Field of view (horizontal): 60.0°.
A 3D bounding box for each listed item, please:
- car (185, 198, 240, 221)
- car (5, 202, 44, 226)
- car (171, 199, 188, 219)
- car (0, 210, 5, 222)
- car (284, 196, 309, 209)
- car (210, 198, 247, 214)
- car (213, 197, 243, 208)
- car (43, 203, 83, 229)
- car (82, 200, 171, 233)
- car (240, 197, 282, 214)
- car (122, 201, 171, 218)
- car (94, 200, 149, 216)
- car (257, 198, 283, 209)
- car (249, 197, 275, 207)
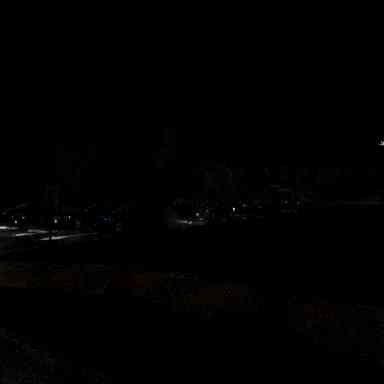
[{"bbox_3d":[1.825,1.505,27.735,1.837,1.490,4.892,0,0,36],"label":"car"},{"bbox_3d":[-9.820,1.548,23.632,2.033,1.411,5.357,0,0,36],"label":"car"},{"bbox_3d":[-1.268,1.601,29.430,1.895,1.301,4.718,0,0,36],"label":"car"},{"bbox_3d":[-12.621,1.526,25.731,1.812,1.442,4.674,0,0,36],"label":"car"},{"bbox_3d":[13.888,1.351,44.237,2.097,1.767,4.553,0,0,36],"label":"car"},{"bbox_3d":[4.098,1.503,36.793,1.837,1.490,4.892,0,0,36],"label":"car"},{"bbox_3d":[5.566,1.548,50.646,2.033,1.411,5.357,0,0,36],"label":"car"},{"bbox_3d":[-6.730,1.492,21.931,2.128,1.511,4.902,0,0,36],"label":"car"},{"bbox_3d":[-3.764,1.478,20.058,1.882,1.535,5.008,0,0,36],"label":"car"},{"bbox_3d":[7.421,1.478,35.410,1.882,1.535,5.008,0,0,36],"label":"car"},{"bbox_3d":[-4.174,1.601,31.387,1.895,1.301,4.718,0,0,36],"label":"car"},{"bbox_3d":[-6.970,1.547,33.492,2.033,1.411,5.357,0,0,36],"label":"car"},{"bbox_3d":[10.827,1.562,45.988,1.994,1.385,4.181,0,0,36],"label":"car"},{"bbox_3d":[11.065,1.548,52.189,2.033,1.411,5.357,0,0,37],"label":"car"}]
